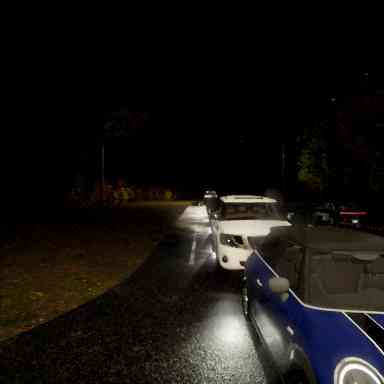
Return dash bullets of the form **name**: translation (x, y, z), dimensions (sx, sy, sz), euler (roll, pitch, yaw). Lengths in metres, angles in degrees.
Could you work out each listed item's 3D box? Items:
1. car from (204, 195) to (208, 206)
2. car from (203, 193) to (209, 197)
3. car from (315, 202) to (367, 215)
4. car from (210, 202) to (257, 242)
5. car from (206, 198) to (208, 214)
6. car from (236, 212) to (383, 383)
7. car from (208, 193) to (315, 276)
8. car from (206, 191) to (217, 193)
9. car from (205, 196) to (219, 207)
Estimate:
- **car**: translation (2.282, 1.322, 29.297), dimensions (1.882, 1.535, 5.008), euler (0, 0, 2)
- **car**: translation (2.645, 1.275, 41.550), dimensions (2.128, 1.511, 4.902), euler (0, 0, 2)
- **car**: translation (9.031, 1.382, 20.668), dimensions (2.128, 1.511, 4.902), euler (0, 0, 2)
- **car**: translation (1.928, 1.384, 16.797), dimensions (1.882, 1.535, 5.008), euler (0, 0, 2)
- **car**: translation (2.106, 1.380, 23.044), dimensions (1.837, 1.490, 4.892), euler (0, 0, 2)
- **car**: translation (1.941, 1.338, 4.111), dimensions (2.097, 1.767, 4.553), euler (0, 0, 0)
- **car**: translation (1.759, 1.160, 10.458), dimensions (2.150, 2.045, 5.566), euler (0, 0, 1)
- **car**: translation (3.080, 0.938, 54.390), dimensions (2.150, 2.045, 5.566), euler (0, 0, 3)
- **car**: translation (2.862, 1.314, 47.958), dimensions (1.994, 1.385, 4.181), euler (0, 0, 3)
